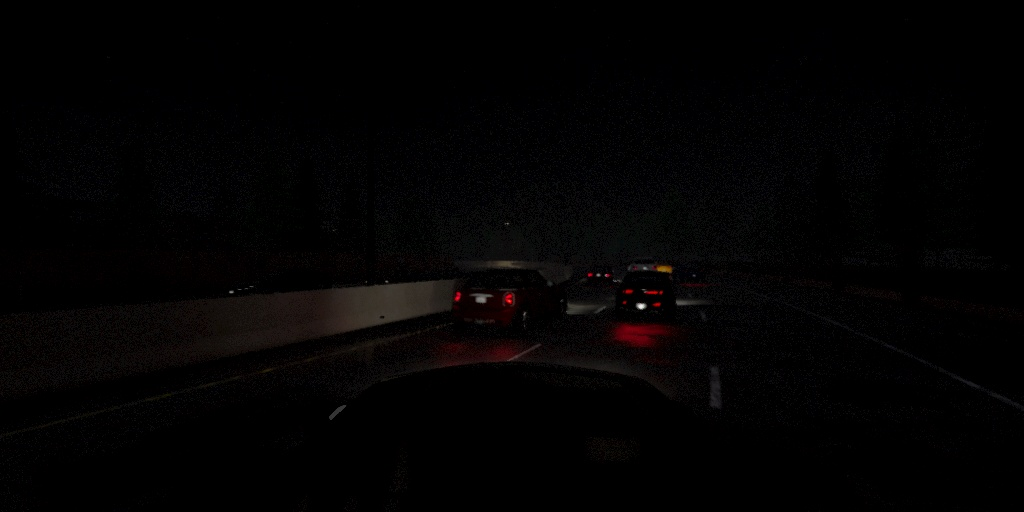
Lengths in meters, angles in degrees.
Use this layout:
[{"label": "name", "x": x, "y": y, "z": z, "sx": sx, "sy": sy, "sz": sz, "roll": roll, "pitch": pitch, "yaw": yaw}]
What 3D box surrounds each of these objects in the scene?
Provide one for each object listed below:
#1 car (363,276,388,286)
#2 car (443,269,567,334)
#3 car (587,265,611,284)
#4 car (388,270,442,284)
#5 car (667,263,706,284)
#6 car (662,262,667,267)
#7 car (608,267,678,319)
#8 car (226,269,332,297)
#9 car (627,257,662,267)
[{"label": "car", "x": -6.646, "y": 1.524, "z": 21.757, "sx": 1.895, "sy": 1.301, "sz": 4.718, "roll": 0, "pitch": 0, "yaw": 23}, {"label": "car", "x": 0.146, "y": 1.169, "z": 11.241, "sx": 2.097, "sy": 1.767, "sz": 4.553, "roll": -1, "pitch": 0, "yaw": 27}, {"label": "car", "x": 6.964, "y": 1.448, "z": 28.260, "sx": 2.033, "sy": 1.411, "sz": 5.357, "roll": 0, "pitch": 0, "yaw": 17}, {"label": "car", "x": -3.823, "y": 1.440, "z": 19.319, "sx": 2.033, "sy": 1.411, "sz": 5.357, "roll": 0, "pitch": 0, "yaw": 24}, {"label": "car", "x": 14.522, "y": 1.351, "z": 29.720, "sx": 1.882, "sy": 1.535, "sz": 5.008, "roll": 0, "pitch": -1, "yaw": 15}, {"label": "car", "x": 16.963, "y": 1.422, "z": 41.584, "sx": 1.882, "sy": 1.535, "sz": 5.008, "roll": 0, "pitch": 0, "yaw": 9}, {"label": "car", "x": 5.043, "y": 1.311, "z": 13.333, "sx": 1.837, "sy": 1.490, "sz": 4.892, "roll": 0, "pitch": 0, "yaw": 25}, {"label": "car", "x": -11.906, "y": 1.433, "z": 18.734, "sx": 1.837, "sy": 1.490, "sz": 4.892, "roll": 0, "pitch": 0, "yaw": 26}, {"label": "car", "x": 11.658, "y": 1.127, "z": 32.285, "sx": 2.150, "sy": 2.045, "sz": 5.566, "roll": 0, "pitch": 0, "yaw": 14}]
